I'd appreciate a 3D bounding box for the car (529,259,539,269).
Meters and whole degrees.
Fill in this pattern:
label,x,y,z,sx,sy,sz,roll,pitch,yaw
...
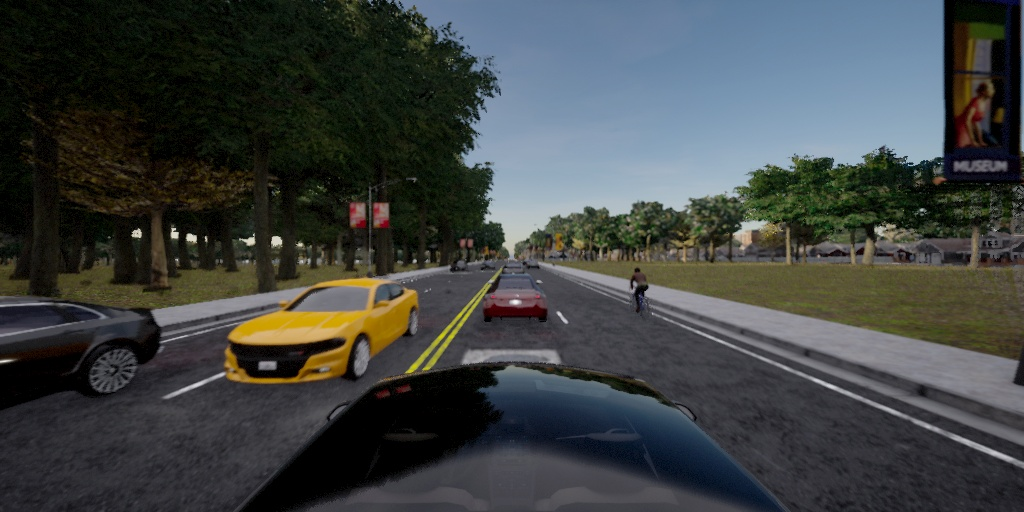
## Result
label,x,y,z,sx,sy,sz,roll,pitch,yaw
car,3.353,1.339,58.744,1.994,1.385,4.181,0,0,0

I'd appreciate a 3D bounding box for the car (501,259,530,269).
label,x,y,z,sx,sy,sz,roll,pitch,yaw
car,0.102,1.242,30.310,2.128,1.511,4.902,0,0,0

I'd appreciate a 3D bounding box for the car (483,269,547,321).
label,x,y,z,sx,sy,sz,roll,pitch,yaw
car,0.101,1.311,12.396,1.994,1.385,4.181,0,0,0

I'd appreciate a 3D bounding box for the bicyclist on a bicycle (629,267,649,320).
label,x,y,z,sx,sy,sz,roll,pitch,yaw
bicyclist on a bicycle,4.143,1.200,11.696,0.582,1.620,1.656,0,0,0

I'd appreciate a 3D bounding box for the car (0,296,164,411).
label,x,y,z,sx,sy,sz,roll,pitch,yaw
car,-6.600,1.241,3.744,2.128,1.511,4.902,0,0,0

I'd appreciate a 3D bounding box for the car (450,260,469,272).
label,x,y,z,sx,sy,sz,roll,pitch,yaw
car,-6.585,1.267,45.156,1.837,1.490,4.892,0,0,0

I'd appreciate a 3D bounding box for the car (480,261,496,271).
label,x,y,z,sx,sy,sz,roll,pitch,yaw
car,-3.326,1.331,50.232,1.994,1.385,4.181,0,0,0

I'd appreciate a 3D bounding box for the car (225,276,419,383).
label,x,y,z,sx,sy,sz,roll,pitch,yaw
car,-3.350,1.225,7.409,1.882,1.535,5.008,0,0,0
